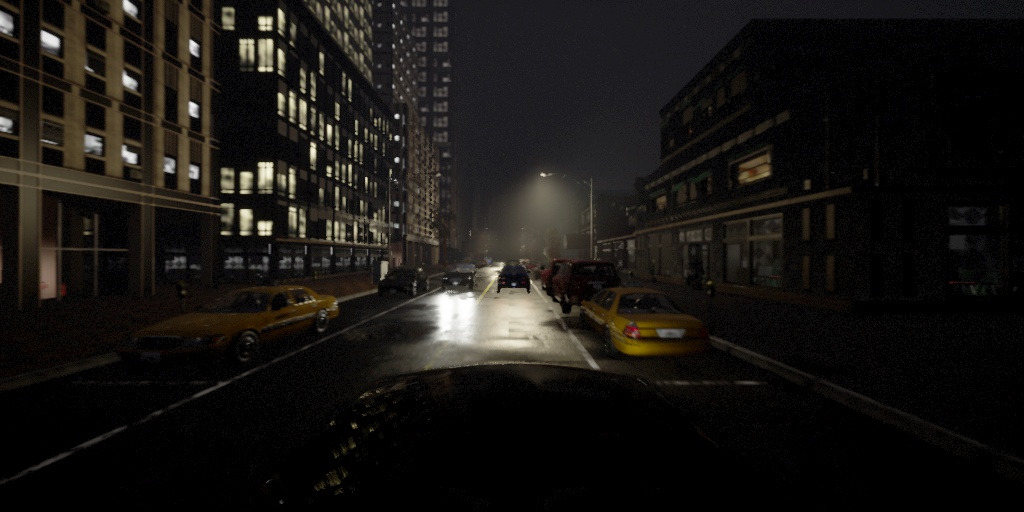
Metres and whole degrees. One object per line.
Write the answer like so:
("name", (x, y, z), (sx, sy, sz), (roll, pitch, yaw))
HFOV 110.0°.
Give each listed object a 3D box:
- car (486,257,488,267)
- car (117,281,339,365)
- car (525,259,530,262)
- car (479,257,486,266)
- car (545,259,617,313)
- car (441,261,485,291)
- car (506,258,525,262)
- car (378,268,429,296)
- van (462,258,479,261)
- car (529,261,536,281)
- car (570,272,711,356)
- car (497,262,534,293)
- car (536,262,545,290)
("car", (-5.699, 1.350, 63.594), (1.802, 1.307, 4.207), (0, 0, 0))
("car", (-5.692, 1.275, 8.055), (1.751, 1.417, 4.829), (0, 0, 0))
("car", (2.683, 1.339, 46.982), (1.802, 1.307, 4.207), (0, 0, 0))
("car", (-5.699, 1.290, 57.887), (1.751, 1.417, 4.829), (0, 0, 0))
("car", (2.688, 1.064, 13.761), (2.192, 1.841, 5.009), (0, 0, 0))
("car", (-3.101, 1.242, 22.181), (2.128, 1.511, 4.902), (0, 0, 0))
("car", (0.095, 1.106, 40.305), (2.097, 1.767, 4.553), (0, 0, 0))
("car", (-5.693, 1.316, 19.299), (1.948, 1.339, 4.313), (0, 0, 0))
("van", (-5.698, 1.098, 46.983), (1.690, 1.789, 3.998), (0, 0, 0))
("car", (2.685, 1.317, 30.371), (1.948, 1.339, 4.313), (0, 0, 0))
("car", (2.689, 1.275, 8.394), (1.751, 1.417, 4.829), (0, 0, 0))
("car", (0.097, 1.276, 20.881), (1.812, 1.442, 4.674), (0, 0, 0))
("car", (2.687, 1.065, 19.298), (2.192, 1.841, 5.009), (0, 0, 0))
